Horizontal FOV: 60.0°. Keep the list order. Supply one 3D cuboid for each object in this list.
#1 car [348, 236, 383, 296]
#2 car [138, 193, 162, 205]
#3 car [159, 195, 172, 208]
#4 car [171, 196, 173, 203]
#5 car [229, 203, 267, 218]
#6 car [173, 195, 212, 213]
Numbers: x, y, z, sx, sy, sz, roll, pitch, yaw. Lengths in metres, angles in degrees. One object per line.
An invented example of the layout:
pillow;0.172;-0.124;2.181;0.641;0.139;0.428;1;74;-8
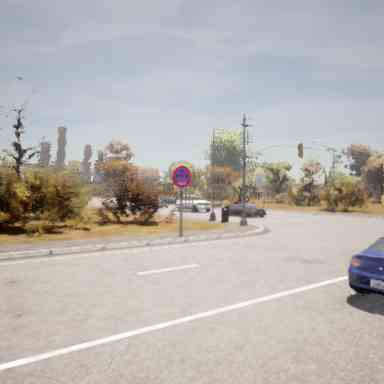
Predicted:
car;5.400;1.590;7.592;4.674;1.442;1.812;0;0;-35
car;-7.634;1.234;60.311;2.150;2.045;5.566;0;1;-33
car;-5.231;1.641;49.664;1.812;1.442;4.674;0;0;-32
car;-4.531;1.536;61.961;2.128;1.511;4.902;0;1;-33
car;5.384;1.736;32.832;1.994;1.385;4.181;0;0;-32
car;0.276;1.393;40.929;2.150;2.045;5.566;0;0;-33
